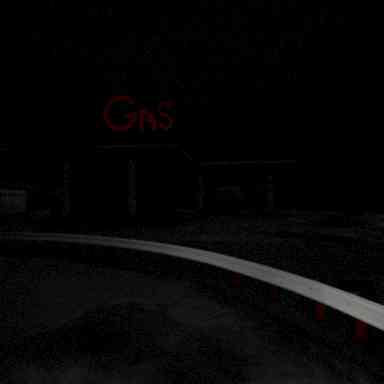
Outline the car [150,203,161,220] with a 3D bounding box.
[{"bbox_3d":[-4.696,1.754,30.555,3.633,1.501,1.845,0,-1,8],"label":"car"}]
